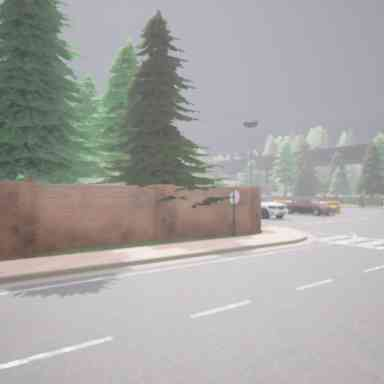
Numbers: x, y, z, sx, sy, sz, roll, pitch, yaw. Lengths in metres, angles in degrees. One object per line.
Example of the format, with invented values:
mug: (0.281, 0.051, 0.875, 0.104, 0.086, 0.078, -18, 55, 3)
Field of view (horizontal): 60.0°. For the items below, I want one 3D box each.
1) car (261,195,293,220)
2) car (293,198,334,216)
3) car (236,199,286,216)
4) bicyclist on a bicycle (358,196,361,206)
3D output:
car: (5.865, 1.279, 29.692, 2.150, 2.045, 5.566, 0, 0, -35)
car: (11.834, 1.426, 33.371, 2.097, 1.767, 4.553, 0, 0, -35)
car: (7.004, 1.558, 34.153, 2.128, 1.511, 4.902, 0, 0, -35)
bicyclist on a bicycle: (26.102, 1.430, 51.298, 1.656, 1.620, 0.582, 0, 0, -35)
